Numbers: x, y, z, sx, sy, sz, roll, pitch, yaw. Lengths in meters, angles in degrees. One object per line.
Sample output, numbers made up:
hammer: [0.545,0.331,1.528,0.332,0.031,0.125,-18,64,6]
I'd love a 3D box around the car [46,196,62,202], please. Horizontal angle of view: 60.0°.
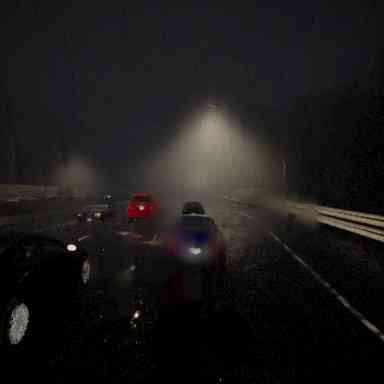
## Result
car: [-27.989,1.495,67.649,1.994,1.385,4.181,0,0,0]

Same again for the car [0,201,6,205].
car: [-17.591,1.449,28.587,1.882,1.535,5.008,0,0,0]

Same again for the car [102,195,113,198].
car: [-17.489,1.479,69.116,2.128,1.511,4.902,0,0,0]

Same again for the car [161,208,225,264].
car: [0.099,1.510,11.666,1.812,1.442,4.674,0,0,0]

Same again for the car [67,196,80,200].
car: [-24.489,1.507,69.117,1.994,1.385,4.181,0,0,0]

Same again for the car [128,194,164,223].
car: [-3.398,1.194,25.144,2.150,2.045,5.566,0,0,0]

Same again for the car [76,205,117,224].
car: [-6.899,1.574,24.566,1.895,1.301,4.718,0,0,0]

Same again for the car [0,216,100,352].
car: [-3.407,1.469,6.180,1.882,1.535,5.008,0,0,0]

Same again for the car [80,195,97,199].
car: [-20.989,1.454,69.117,1.837,1.490,4.892,0,0,0]

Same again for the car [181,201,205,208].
car: [0.103,1.496,27.225,1.812,1.442,4.674,0,0,0]
